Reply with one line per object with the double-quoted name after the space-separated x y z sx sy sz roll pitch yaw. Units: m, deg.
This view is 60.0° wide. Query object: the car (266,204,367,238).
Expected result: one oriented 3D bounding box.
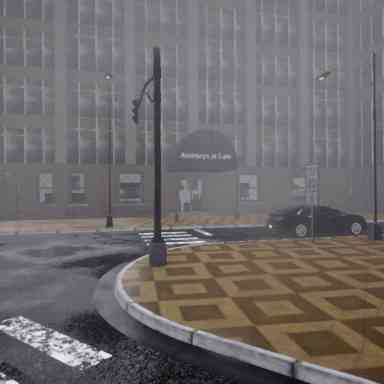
5.987 1.321 15.970 4.892 1.490 1.837 0 0 -14 "car"
